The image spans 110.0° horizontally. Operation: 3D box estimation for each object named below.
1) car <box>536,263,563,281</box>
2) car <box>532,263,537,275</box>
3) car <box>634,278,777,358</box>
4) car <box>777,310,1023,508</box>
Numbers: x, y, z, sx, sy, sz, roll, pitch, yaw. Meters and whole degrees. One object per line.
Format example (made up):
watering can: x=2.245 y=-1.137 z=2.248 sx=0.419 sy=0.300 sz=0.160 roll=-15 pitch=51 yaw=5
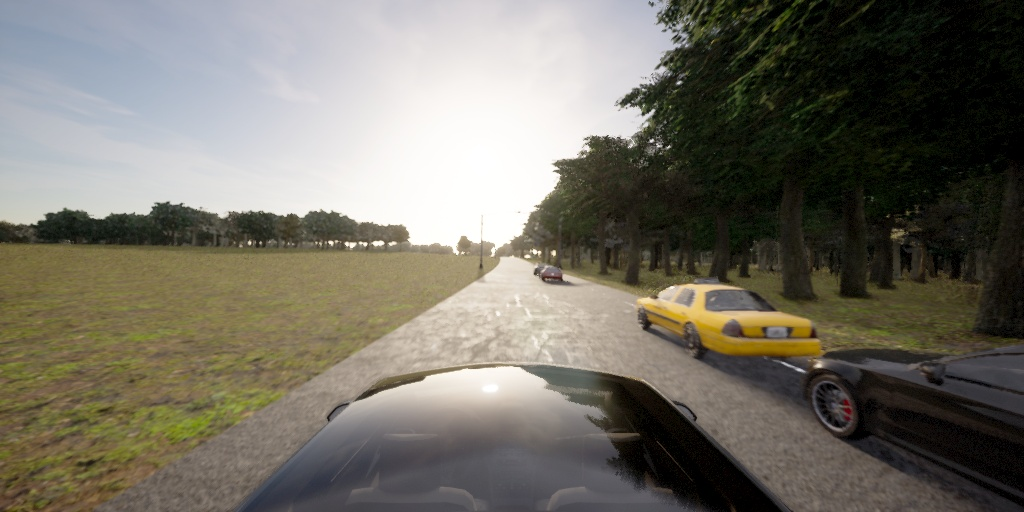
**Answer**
car: x=3.653 y=1.600 z=33.816 sx=1.994 sy=1.385 sz=4.181 roll=0 pitch=0 yaw=2
car: x=3.606 y=1.606 z=44.552 sx=2.128 sy=1.511 sz=4.902 roll=0 pitch=0 yaw=0
car: x=4.581 y=1.310 z=8.746 sx=1.801 sy=1.575 sz=5.366 roll=0 pitch=-1 yaw=0
car: x=4.537 y=1.322 z=2.553 sx=1.812 sy=1.442 sz=4.674 roll=0 pitch=-1 yaw=0
